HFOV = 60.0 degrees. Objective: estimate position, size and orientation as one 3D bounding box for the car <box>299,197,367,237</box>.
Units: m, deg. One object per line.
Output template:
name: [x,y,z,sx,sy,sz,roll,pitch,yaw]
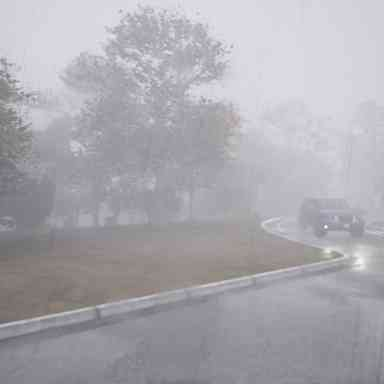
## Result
car: [7.833,1.343,19.288,2.150,2.045,5.566,0,0,3]
